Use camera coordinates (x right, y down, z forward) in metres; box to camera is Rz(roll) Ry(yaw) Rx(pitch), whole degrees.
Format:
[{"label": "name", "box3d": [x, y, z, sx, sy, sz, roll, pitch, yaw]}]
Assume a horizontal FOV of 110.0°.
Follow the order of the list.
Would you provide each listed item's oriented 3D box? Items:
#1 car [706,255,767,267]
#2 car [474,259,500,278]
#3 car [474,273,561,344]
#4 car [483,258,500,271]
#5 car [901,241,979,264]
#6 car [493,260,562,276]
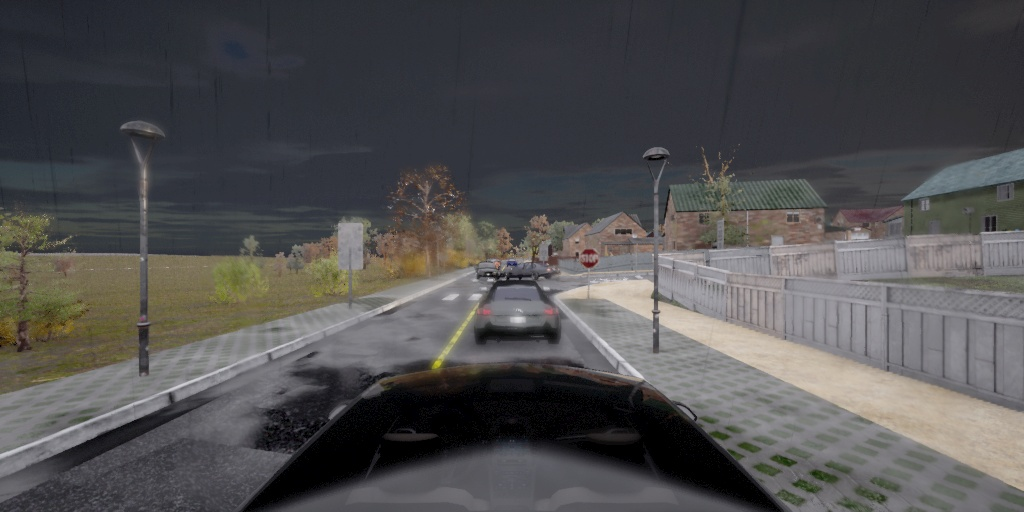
[{"label": "car", "box3d": [14.387, 0.413, 22.935, 4.181, 1.385, 1.994, -3, 0, 16]}, {"label": "car", "box3d": [-2.251, 1.258, 31.470, 1.837, 1.490, 4.892, 0, 0, -8]}, {"label": "car", "box3d": [0.102, 1.313, 9.545, 1.994, 1.385, 4.181, 0, 0, -1]}, {"label": "car", "box3d": [-2.847, 1.121, 51.288, 2.097, 1.767, 4.553, 0, 0, 1]}, {"label": "car", "box3d": [23.888, -0.208, 20.514, 4.902, 1.511, 2.128, -3, 0, 14]}, {"label": "car", "box3d": [1.337, 1.198, 28.559, 5.357, 1.411, 2.033, -4, -3, 43]}]
